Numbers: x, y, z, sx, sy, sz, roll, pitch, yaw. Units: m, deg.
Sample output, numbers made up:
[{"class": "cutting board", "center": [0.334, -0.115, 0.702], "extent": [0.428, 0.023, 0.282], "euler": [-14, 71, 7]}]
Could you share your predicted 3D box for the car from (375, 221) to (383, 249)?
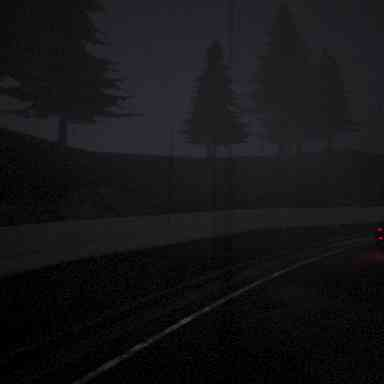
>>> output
[{"class": "car", "center": [9.643, 1.669, 14.438], "extent": [4.892, 1.490, 1.837], "euler": [0, 0, -41]}]
